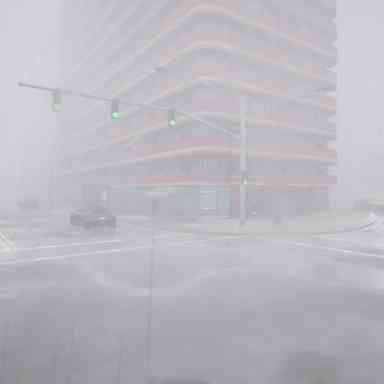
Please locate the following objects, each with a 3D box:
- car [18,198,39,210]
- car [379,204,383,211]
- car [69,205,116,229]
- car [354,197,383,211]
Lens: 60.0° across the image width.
[{"bbox_3d":[-20.370,1.492,41.401,1.837,1.490,4.892,0,0,-35],"label":"car"},{"bbox_3d":[12.226,1.471,18.451,2.033,1.411,5.357,0,0,40],"label":"car"},{"bbox_3d":[-6.442,1.535,21.368,1.994,1.385,4.181,0,0,-35],"label":"car"},{"bbox_3d":[20.355,1.366,38.046,1.882,1.535,5.008,0,0,4],"label":"car"}]
